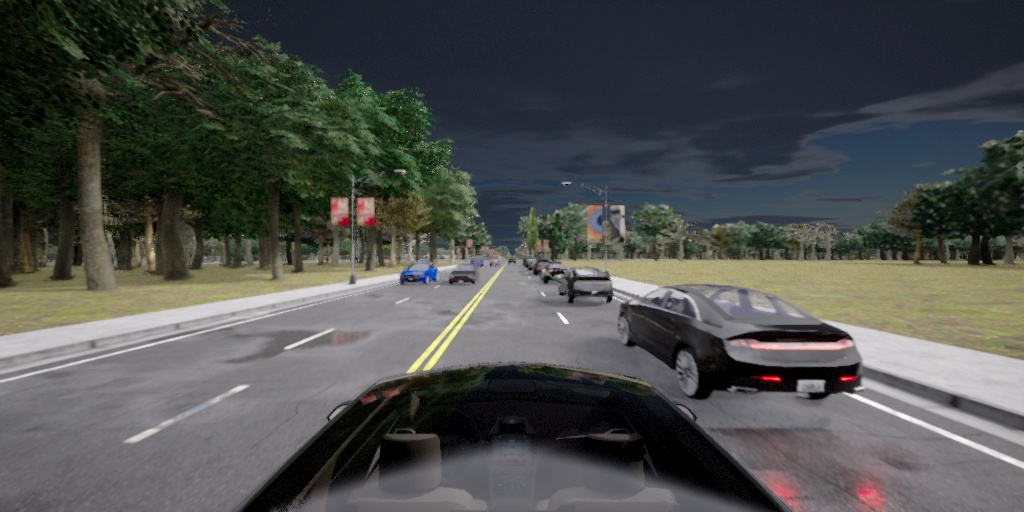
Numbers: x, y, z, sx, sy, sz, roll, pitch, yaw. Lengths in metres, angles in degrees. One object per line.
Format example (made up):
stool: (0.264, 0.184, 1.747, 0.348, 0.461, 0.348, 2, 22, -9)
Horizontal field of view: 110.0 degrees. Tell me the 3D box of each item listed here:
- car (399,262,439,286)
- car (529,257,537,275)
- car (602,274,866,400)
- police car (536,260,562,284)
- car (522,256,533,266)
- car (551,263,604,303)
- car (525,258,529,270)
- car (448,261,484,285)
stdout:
car: (-6.590, 1.228, 25.871, 1.882, 1.535, 5.008, 0, 0, 0)
car: (3.259, 1.180, 38.572, 2.033, 1.649, 4.856, 0, 0, 0)
car: (3.350, 1.242, 6.435, 2.128, 1.511, 4.902, 0, 0, 0)
police car: (3.257, 1.255, 27.573, 2.038, 1.542, 4.974, 0, 0, 0)
car: (3.264, 1.257, 60.603, 2.163, 1.488, 4.792, 0, 0, 0)
car: (3.254, 1.242, 16.572, 2.128, 1.511, 4.902, 0, 0, 0)
car: (3.261, 1.315, 49.572, 1.994, 1.385, 4.181, 0, 0, 0)
car: (-3.343, 1.298, 26.094, 2.033, 1.411, 5.357, 0, 0, 0)
